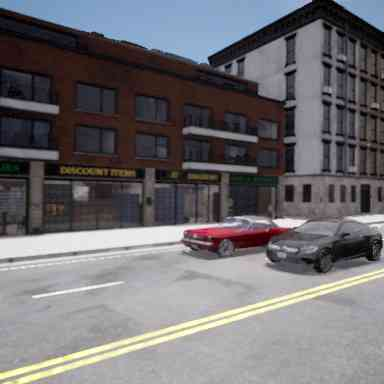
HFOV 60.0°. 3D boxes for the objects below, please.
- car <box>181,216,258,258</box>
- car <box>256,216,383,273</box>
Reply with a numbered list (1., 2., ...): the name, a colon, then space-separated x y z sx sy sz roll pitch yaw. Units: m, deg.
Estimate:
1. car: 1.912 1.635 13.035 4.718 1.301 1.895 0 0 -36
2. car: 4.475 1.563 10.886 4.674 1.442 1.812 0 0 -35
